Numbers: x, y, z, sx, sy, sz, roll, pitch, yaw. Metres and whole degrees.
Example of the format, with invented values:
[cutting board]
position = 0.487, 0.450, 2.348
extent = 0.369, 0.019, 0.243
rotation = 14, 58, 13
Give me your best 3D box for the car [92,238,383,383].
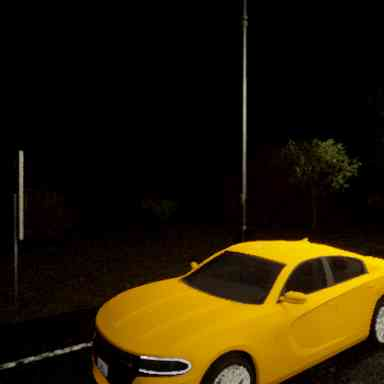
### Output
[car]
position = 1.128, 1.498, 4.806
extent = 5.008, 1.535, 1.882
rotation = 1, 0, -36
